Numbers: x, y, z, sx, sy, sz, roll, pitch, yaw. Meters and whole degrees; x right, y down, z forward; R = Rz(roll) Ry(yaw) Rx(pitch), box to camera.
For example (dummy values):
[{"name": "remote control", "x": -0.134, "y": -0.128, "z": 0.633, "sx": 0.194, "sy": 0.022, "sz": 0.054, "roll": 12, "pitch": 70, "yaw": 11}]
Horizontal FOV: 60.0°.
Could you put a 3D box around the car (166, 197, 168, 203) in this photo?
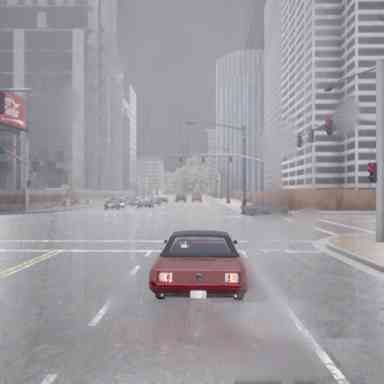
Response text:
[{"name": "car", "x": -6.035, "y": 1.600, "z": 68.994, "sx": 1.895, "sy": 1.301, "sz": 4.718, "roll": 0, "pitch": 0, "yaw": 1}]

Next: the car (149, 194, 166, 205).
[{"name": "car", "x": -6.281, "y": 1.491, "z": 57.102, "sx": 2.128, "sy": 1.511, "sz": 4.902, "roll": 0, "pitch": 0, "yaw": 1}]

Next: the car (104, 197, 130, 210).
[{"name": "car", "x": -9.995, "y": 1.491, "z": 43.276, "sx": 2.128, "sy": 1.511, "sz": 4.902, "roll": 0, "pitch": 0, "yaw": 1}]

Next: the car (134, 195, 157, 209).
[{"name": "car", "x": -6.442, "y": 1.526, "z": 46.712, "sx": 1.812, "sy": 1.442, "sz": 4.674, "roll": 0, "pitch": 0, "yaw": 1}]

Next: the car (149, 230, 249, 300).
[{"name": "car", "x": 0.214, "y": 1.601, "z": 8.344, "sx": 1.895, "sy": 1.301, "sz": 4.718, "roll": 0, "pitch": 0, "yaw": 2}]

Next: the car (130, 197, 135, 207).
[{"name": "car", "x": -9.855, "y": 1.490, "z": 52.821, "sx": 2.128, "sy": 1.511, "sz": 4.902, "roll": 0, "pitch": 0, "yaw": 1}]

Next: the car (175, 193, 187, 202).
[{"name": "car", "x": -2.471, "y": 1.216, "z": 73.466, "sx": 2.150, "sy": 2.045, "sz": 5.566, "roll": 0, "pitch": 0, "yaw": 1}]

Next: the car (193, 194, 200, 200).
[{"name": "car", "x": 1.181, "y": 1.353, "z": 84.086, "sx": 1.812, "sy": 1.442, "sz": 4.674, "roll": 0, "pitch": 0, "yaw": 1}]

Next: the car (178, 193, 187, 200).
[{"name": "car", "x": -2.319, "y": 1.184, "z": 84.106, "sx": 2.097, "sy": 1.767, "sz": 4.553, "roll": 0, "pitch": 0, "yaw": 1}]

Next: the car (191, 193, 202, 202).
[{"name": "car", "x": 1.029, "y": 1.216, "z": 73.416, "sx": 2.150, "sy": 2.045, "sz": 5.566, "roll": 0, "pitch": 0, "yaw": 1}]

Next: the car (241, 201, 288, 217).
[{"name": "car", "x": 6.668, "y": 1.564, "z": 30.558, "sx": 4.181, "sy": 1.385, "sz": 1.994, "roll": 0, "pitch": 0, "yaw": 1}]
